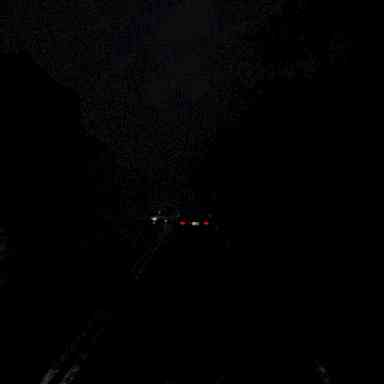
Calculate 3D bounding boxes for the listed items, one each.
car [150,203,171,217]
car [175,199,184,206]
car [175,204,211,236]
[{"bbox_3d":[-3.269,1.883,35.550,1.994,1.385,4.181,0,-1,0],"label":"car"},{"bbox_3d":[-2.933,2.515,77.918,2.097,1.767,4.553,0,-1,0],"label":"car"},{"bbox_3d":[0.125,1.661,19.188,2.033,1.411,5.357,0,-1,0],"label":"car"}]
